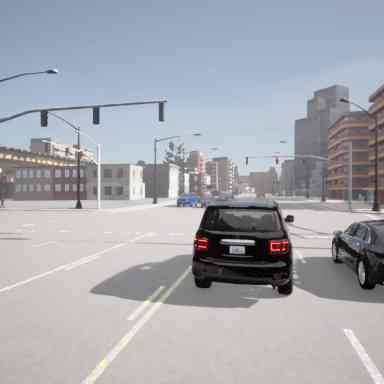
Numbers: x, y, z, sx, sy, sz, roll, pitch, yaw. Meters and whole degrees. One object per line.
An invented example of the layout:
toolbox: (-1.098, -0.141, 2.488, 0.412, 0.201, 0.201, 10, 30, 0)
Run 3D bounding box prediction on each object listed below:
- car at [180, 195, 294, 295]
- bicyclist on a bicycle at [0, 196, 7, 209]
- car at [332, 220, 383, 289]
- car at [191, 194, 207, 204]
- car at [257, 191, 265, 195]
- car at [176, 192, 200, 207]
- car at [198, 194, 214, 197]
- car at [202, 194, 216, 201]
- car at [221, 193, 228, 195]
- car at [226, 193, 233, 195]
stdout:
car: (1.558, 1.221, 9.073, 2.150, 2.045, 5.566, 0, 0, 15)
bicyclist on a bicycle: (-23.742, 1.303, 41.537, 0.582, 1.620, 1.656, 0, 0, 10)
car: (5.118, 1.505, 8.945, 1.837, 1.490, 4.892, 0, 0, 11)
car: (1.295, 1.217, 57.975, 1.837, 1.490, 4.892, 0, 1, 11)
car: (17.620, 0.559, 85.140, 2.097, 1.767, 4.553, 0, 1, 11)
car: (-0.639, 1.079, 48.503, 2.150, 2.045, 5.566, 0, 1, 12)
car: (2.436, 1.381, 46.090, 1.837, 1.490, 4.892, 0, 1, 12)
car: (3.456, 1.075, 68.235, 2.033, 1.411, 5.357, 0, 1, 12)
car: (4.293, 1.349, 55.164, 1.895, 1.301, 4.718, 0, 1, 12)
car: (6.371, 1.075, 65.145, 1.837, 1.490, 4.892, 0, 1, 12)
